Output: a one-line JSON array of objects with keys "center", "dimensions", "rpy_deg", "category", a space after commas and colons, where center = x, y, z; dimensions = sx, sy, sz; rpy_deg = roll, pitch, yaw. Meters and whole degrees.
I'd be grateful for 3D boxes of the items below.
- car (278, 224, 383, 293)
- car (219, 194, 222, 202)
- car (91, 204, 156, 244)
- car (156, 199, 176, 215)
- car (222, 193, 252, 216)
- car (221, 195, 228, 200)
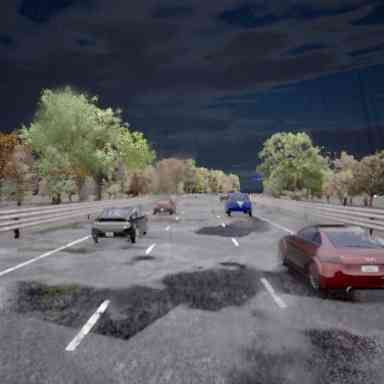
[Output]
[{"center": [3.680, 1.542, 8.836], "dimensions": [1.994, 1.385, 4.181], "rpy_deg": [0, 0, 1], "category": "car"}, {"center": [7.246, 1.374, 75.248], "dimensions": [1.837, 1.490, 4.892], "rpy_deg": [0, 0, 6], "category": "car"}, {"center": [-3.208, 1.449, 15.560], "dimensions": [2.128, 1.511, 4.902], "rpy_deg": [0, 0, 1], "category": "car"}, {"center": [-2.649, 1.439, 32.934], "dimensions": [1.812, 1.442, 4.674], "rpy_deg": [0, 0, 2], "category": "car"}, {"center": [4.283, 1.142, 31.289], "dimensions": [2.150, 2.045, 5.566], "rpy_deg": [0, 0, 2], "category": "car"}, {"center": [8.390, 1.388, 86.065], "dimensions": [1.812, 1.442, 4.674], "rpy_deg": [0, 0, 6], "category": "car"}]
